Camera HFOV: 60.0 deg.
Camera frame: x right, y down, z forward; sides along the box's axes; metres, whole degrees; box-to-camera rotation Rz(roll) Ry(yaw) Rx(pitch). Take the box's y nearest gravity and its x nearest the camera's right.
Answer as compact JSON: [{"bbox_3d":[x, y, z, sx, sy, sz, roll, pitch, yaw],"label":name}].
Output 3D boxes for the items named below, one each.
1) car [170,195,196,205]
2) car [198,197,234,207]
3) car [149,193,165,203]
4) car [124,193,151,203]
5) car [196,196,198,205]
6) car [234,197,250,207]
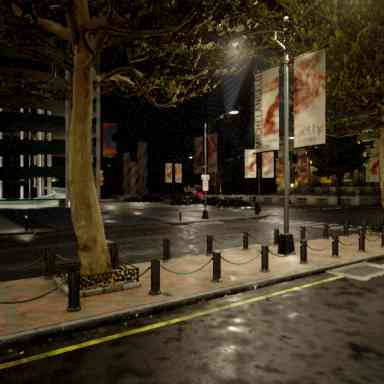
[{"bbox_3d":[-1.926,1.352,57.764,2.097,1.767,4.553,0,0,-37],"label":"car"},{"bbox_3d":[3.522,1.478,50.230,1.882,1.535,5.008,0,0,-35],"label":"car"},{"bbox_3d":[-8.094,1.225,70.176,5.566,2.045,2.150,0,0,41],"label":"car"},{"bbox_3d":[-11.644,1.548,68.450,5.357,1.411,2.033,0,0,37],"label":"car"},{"bbox_3d":[0.944,1.526,59.794,1.812,1.442,4.674,0,0,-36],"label":"car"},{"bbox_3d":[6.582,1.547,51.978,2.033,1.411,5.357,0,0,-35],"label":"car"}]
